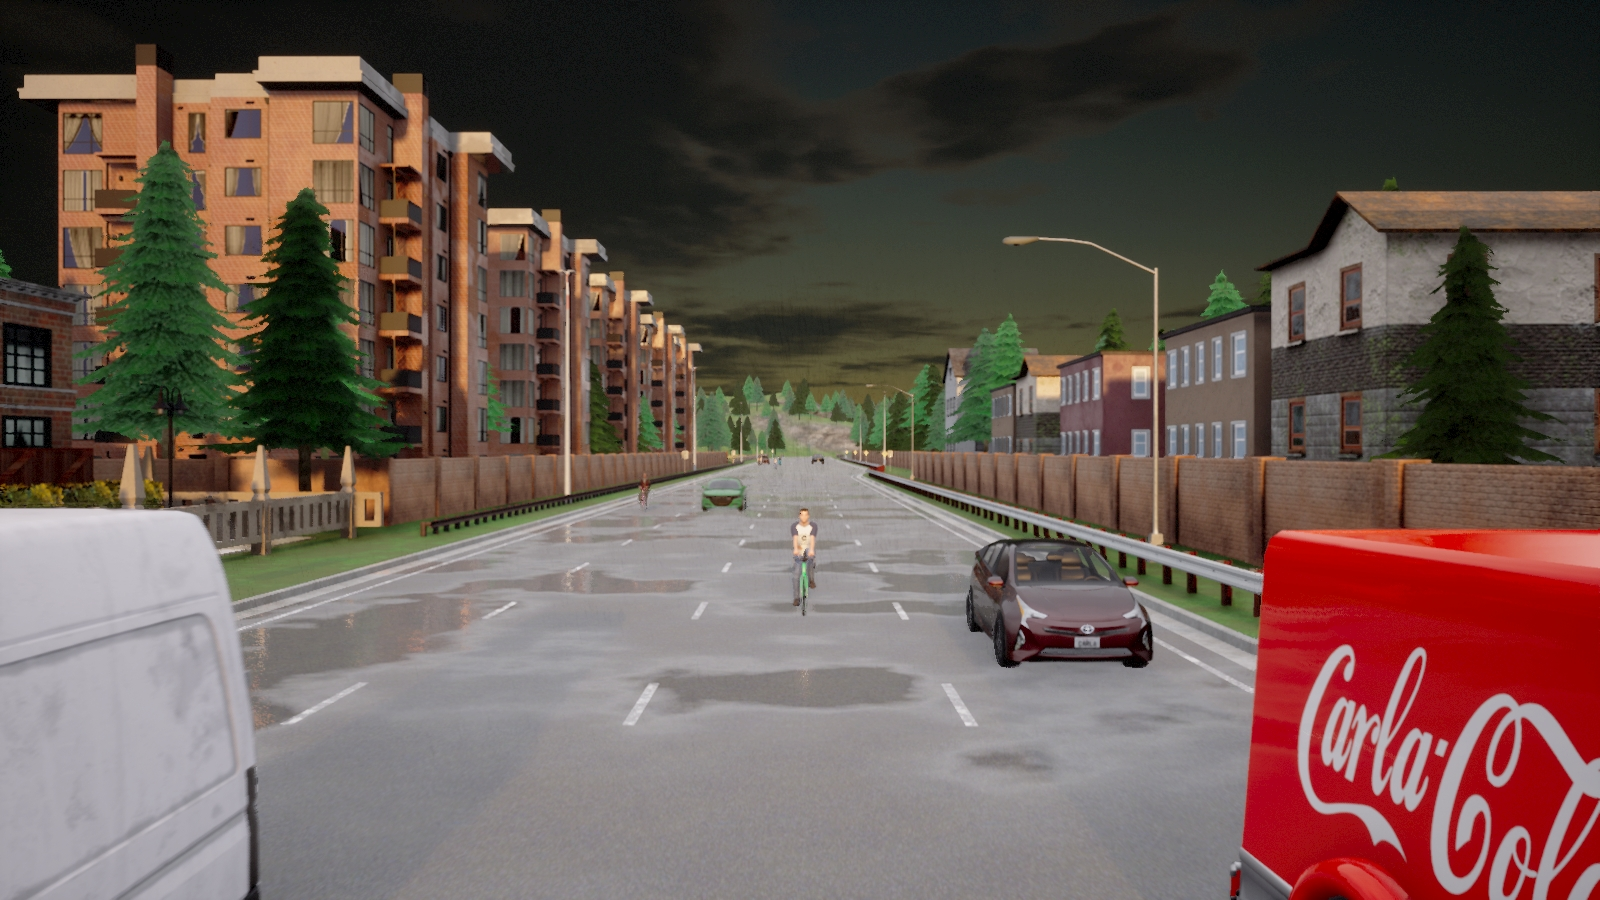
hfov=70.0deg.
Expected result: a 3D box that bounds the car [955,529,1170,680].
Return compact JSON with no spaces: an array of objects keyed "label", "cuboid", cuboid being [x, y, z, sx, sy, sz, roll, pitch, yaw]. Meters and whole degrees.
[{"label":"car","cuboid":[3.499,2.040,16.167,2.007,1.525,4.514,0,0,0]}]

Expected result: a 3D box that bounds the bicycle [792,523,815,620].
[{"label":"bicycle","cuboid":[0.069,2.056,19.699,0.373,1.496,1.643,0,0,1]}]

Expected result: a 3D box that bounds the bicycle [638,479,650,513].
[{"label":"bicycle","cuboid":[-6.995,2.062,51.266,0.329,1.471,1.835,0,0,0]}]

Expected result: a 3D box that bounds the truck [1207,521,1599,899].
[{"label":"truck","cuboid":[3.498,1.579,3.506,2.627,2.467,5.204,0,-1,0]}]

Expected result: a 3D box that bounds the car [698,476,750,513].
[{"label":"car","cuboid":[-3.501,2.036,53.352,2.097,1.535,5.006,0,0,0]}]

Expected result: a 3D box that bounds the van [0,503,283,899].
[{"label":"van","cuboid":[-3.500,1.535,2.581,1.988,2.561,5.915,0,0,0]}]
